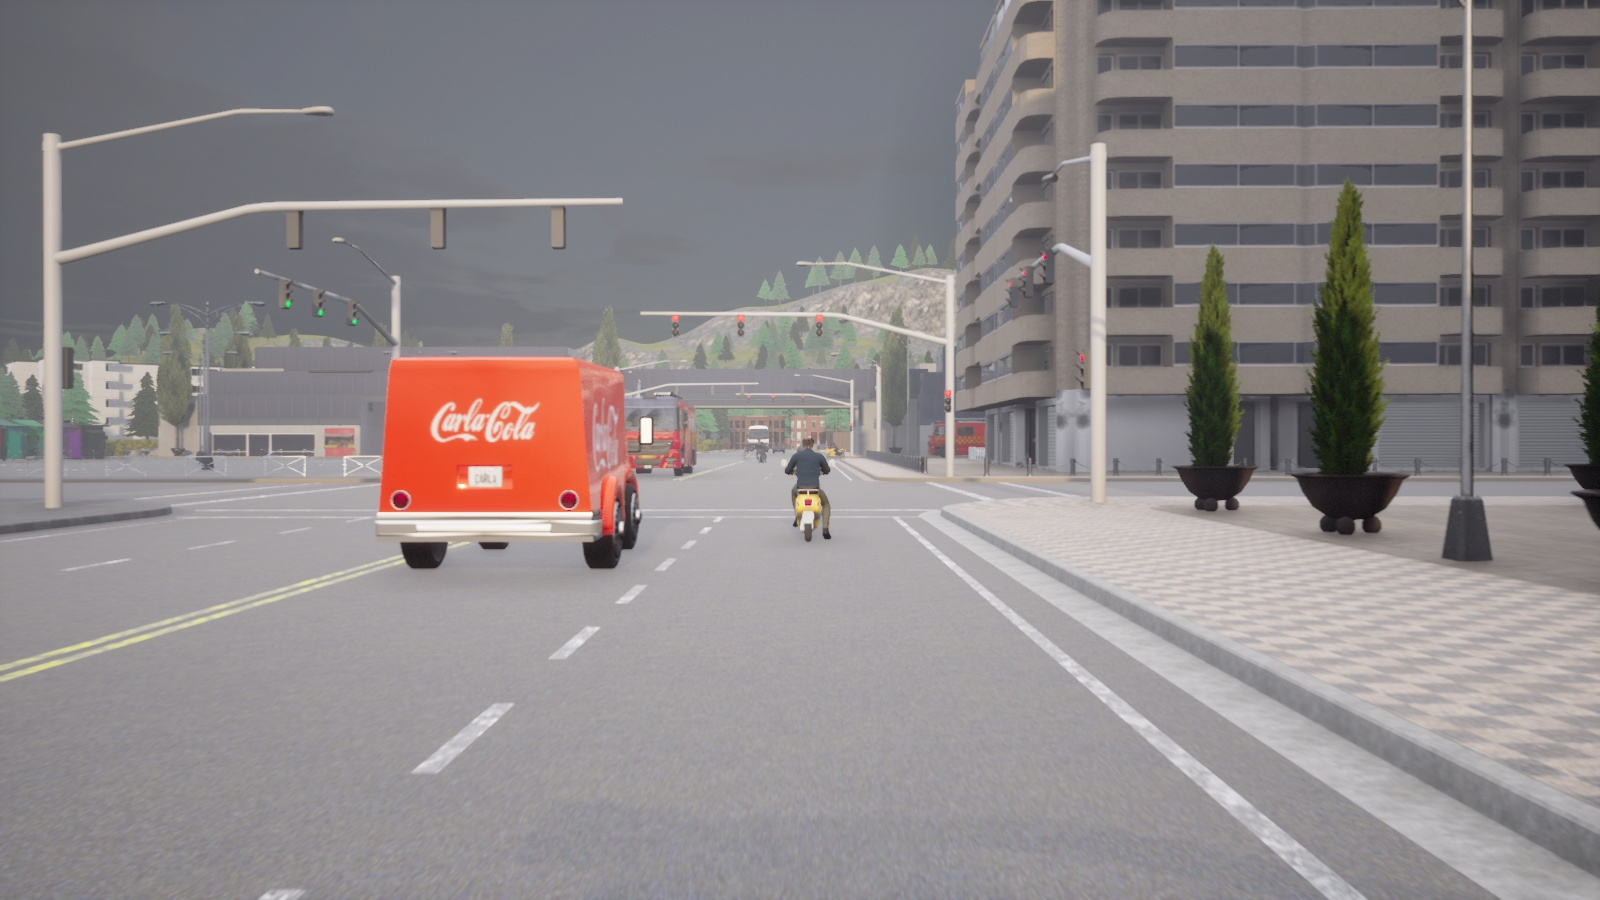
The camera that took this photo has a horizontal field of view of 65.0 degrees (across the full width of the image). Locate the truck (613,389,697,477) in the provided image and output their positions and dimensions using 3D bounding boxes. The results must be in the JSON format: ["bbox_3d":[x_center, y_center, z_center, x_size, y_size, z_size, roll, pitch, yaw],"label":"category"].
[{"bbox_3d":[-6.649,-0.755,58.845,2.891,3.827,8.468,0,0,0],"label":"truck"}]

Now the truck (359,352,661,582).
[{"bbox_3d":[-3.393,0.167,16.048,2.627,2.467,5.204,0,0,0],"label":"truck"}]

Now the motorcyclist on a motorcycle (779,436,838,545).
[{"bbox_3d":[0.125,0.591,19.369,0.866,1.590,1.817,0,0,0],"label":"motorcyclist on a motorcycle"}]
